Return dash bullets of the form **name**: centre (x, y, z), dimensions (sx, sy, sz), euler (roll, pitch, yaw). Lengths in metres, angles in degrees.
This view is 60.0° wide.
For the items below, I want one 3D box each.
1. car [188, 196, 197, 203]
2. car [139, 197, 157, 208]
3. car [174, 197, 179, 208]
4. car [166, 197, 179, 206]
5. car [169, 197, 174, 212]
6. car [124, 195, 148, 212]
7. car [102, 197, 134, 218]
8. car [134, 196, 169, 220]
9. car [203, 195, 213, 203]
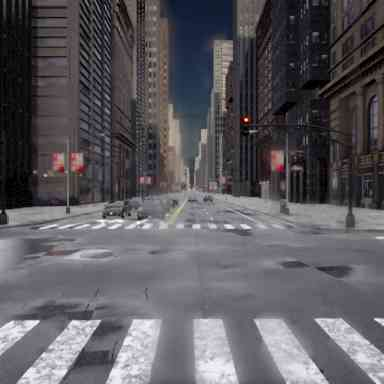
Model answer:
- **car**: centre (0.103, 1.467, 69.814), dimensions (2.033, 1.411, 5.357), euler (0, 0, 0)
- **car**: centre (-6.586, 1.509, 50.027), dimensions (2.033, 1.411, 5.357), euler (0, 0, 0)
- **car**: centre (-3.337, 1.530, 46.482), dimensions (1.994, 1.385, 4.181), euler (0, 0, 0)
- **car**: centre (-3.311, 1.551, 56.499), dimensions (1.895, 1.301, 4.718), euler (0, 0, 0)
- **car**: centre (-3.350, 1.502, 36.459), dimensions (1.812, 1.442, 4.674), euler (0, 0, 0)
- **car**: centre (-6.595, 1.325, 39.730), dimensions (2.097, 1.767, 4.553), euler (0, 0, 0)
- **car**: centre (-6.599, 1.487, 29.576), dimensions (1.837, 1.490, 4.892), euler (0, 0, 0)
- **car**: centre (-3.289, 1.336, 27.675), dimensions (2.097, 1.767, 4.553), euler (0, 0, -2)
- **car**: centre (3.353, 1.424, 69.902), dimensions (1.837, 1.490, 4.892), euler (0, 0, 0)
